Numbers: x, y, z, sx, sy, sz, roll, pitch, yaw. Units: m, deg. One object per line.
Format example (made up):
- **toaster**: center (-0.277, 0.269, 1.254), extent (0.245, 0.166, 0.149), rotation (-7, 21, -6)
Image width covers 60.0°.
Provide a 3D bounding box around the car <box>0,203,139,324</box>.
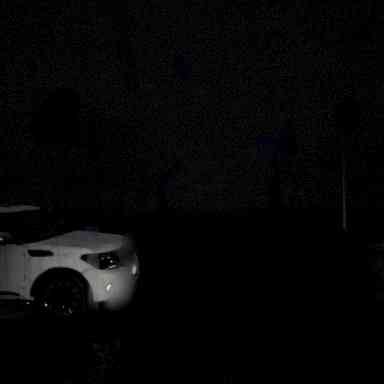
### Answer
- **car**: center (-3.931, 1.242, 6.708), extent (5.566, 2.045, 2.150), rotation (-1, 0, 1)
